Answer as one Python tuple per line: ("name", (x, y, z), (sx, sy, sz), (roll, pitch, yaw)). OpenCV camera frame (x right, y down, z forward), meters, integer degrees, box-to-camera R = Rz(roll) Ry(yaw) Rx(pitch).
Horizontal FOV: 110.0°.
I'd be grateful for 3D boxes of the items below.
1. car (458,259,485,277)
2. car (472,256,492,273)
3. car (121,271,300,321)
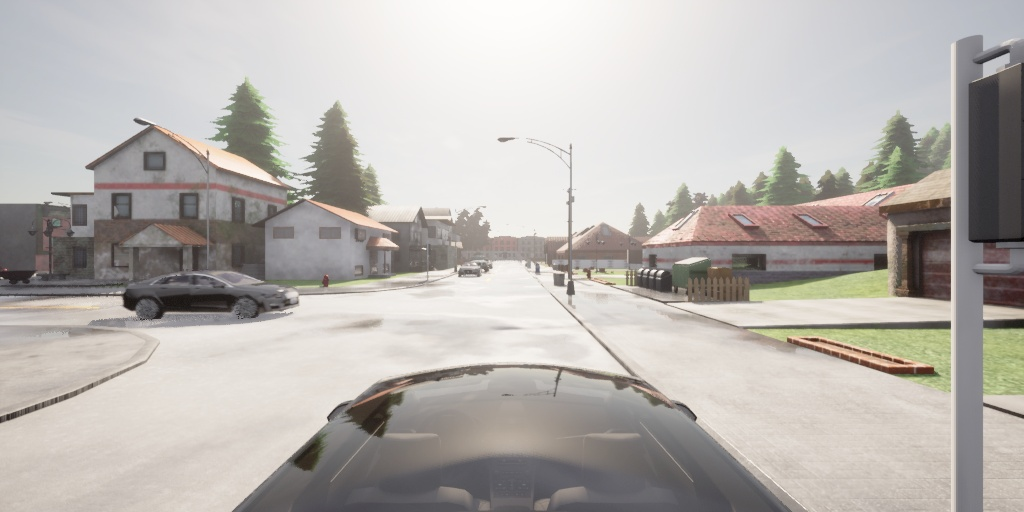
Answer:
("car", (-4.089, 1.314, 35.454), (1.994, 1.385, 4.181), (0, 0, 0))
("car", (-4.084, 0.974, 45.120), (2.150, 2.045, 5.566), (0, 0, 0))
("car", (-9.817, 1.242, 11.940), (4.902, 1.511, 2.128), (0, 0, -4))
